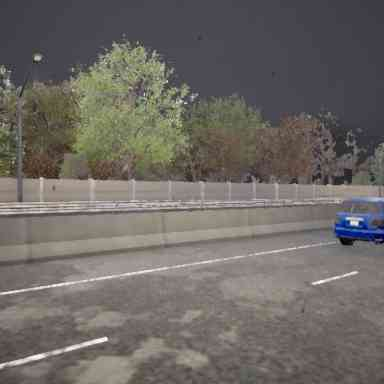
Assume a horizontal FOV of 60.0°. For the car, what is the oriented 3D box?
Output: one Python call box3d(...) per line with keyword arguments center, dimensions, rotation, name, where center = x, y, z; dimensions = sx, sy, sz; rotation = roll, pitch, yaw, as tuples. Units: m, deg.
box3d(center=(8.293, 1.261, 14.084), dimensions=(5.566, 2.045, 2.150), rotation=(0, 0, -35), name="car")
